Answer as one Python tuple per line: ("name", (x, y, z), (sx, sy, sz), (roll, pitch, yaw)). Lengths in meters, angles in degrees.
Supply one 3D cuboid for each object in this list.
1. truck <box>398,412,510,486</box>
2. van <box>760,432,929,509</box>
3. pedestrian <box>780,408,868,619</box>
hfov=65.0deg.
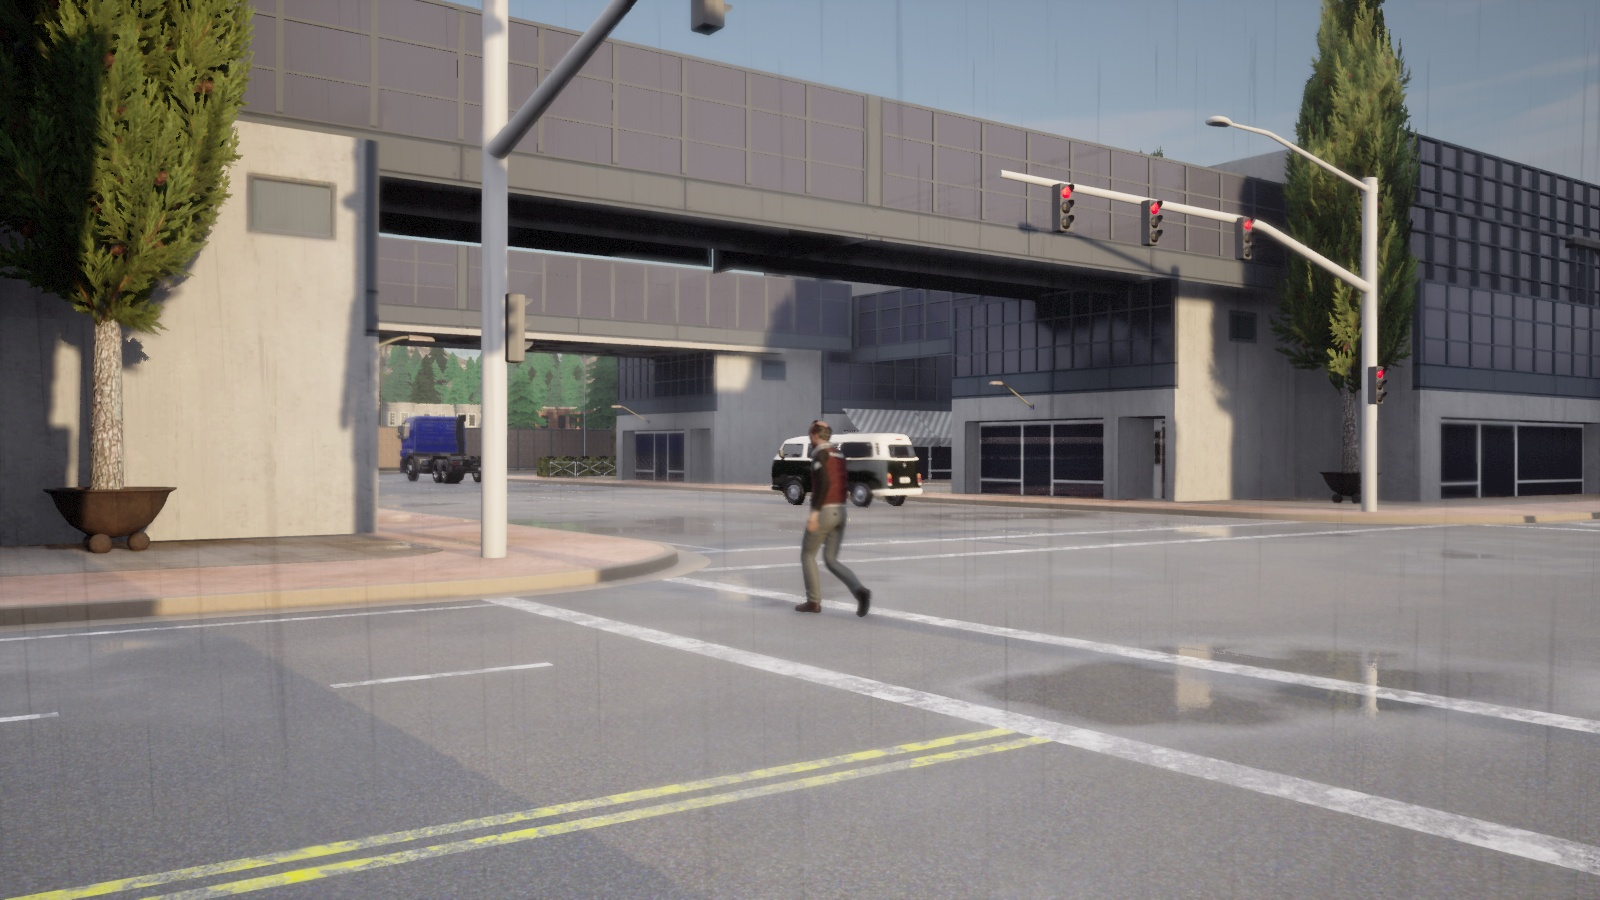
("truck", (-17.529, -0.045, 63.256), (2.891, 3.462, 7.936), (0, 0, -35))
("van", (1.218, 0.553, 35.608), (4.480, 2.038, 2.069), (0, 0, 42))
("pedestrian", (0.212, 0.555, 11.397), (0.720, 1.854, 0.376), (0, 0, 40))
